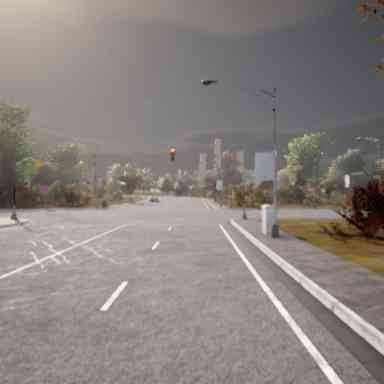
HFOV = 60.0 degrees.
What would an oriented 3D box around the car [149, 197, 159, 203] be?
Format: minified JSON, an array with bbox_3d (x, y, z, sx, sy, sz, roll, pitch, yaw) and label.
[{"bbox_3d":[-9.165,1.953,80.859,1.994,1.385,4.181,0,0,1],"label":"car"}]
